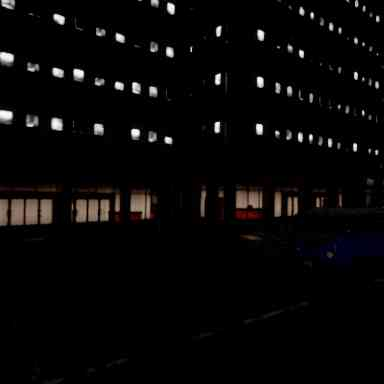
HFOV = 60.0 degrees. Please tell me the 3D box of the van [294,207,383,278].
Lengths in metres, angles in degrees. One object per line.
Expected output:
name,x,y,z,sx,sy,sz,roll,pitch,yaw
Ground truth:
van,4.776,1.369,9.967,3.998,1.788,1.690,0,1,-36
